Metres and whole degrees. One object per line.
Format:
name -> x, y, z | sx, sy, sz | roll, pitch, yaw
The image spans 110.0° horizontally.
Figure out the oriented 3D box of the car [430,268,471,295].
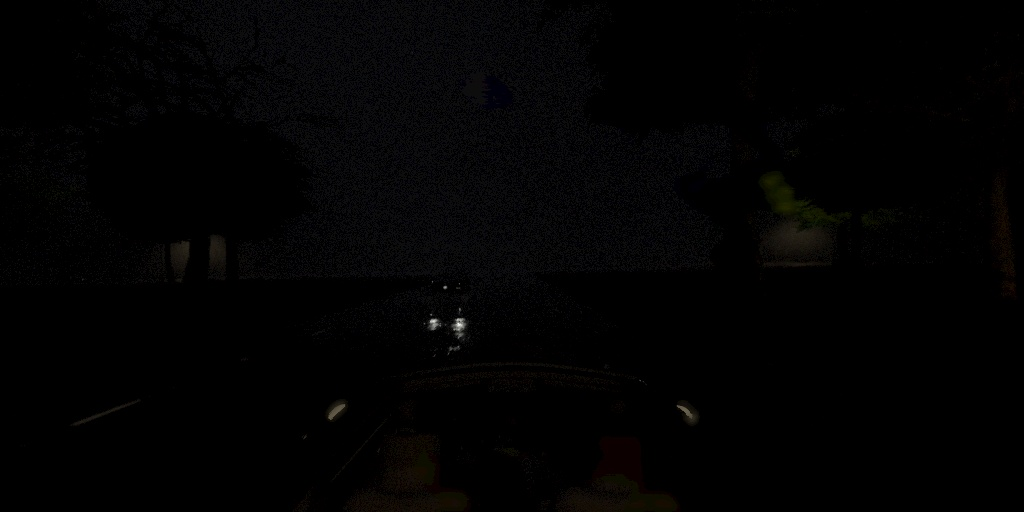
car -> -3.599, 1.483, 21.682 | 1.837, 1.490, 4.892 | 0, -1, 0
